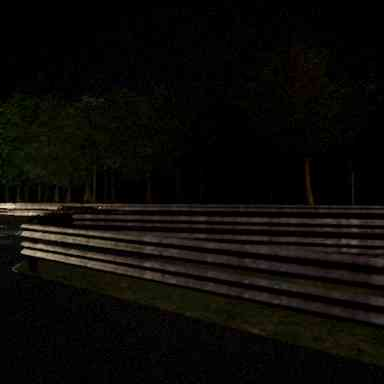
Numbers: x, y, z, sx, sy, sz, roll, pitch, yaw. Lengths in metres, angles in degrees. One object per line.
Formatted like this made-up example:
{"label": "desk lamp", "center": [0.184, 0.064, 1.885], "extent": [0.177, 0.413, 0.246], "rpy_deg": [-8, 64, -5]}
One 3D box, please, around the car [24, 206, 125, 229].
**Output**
{"label": "car", "center": [-6.049, 1.435, 16.951], "extent": [5.357, 1.411, 2.033], "rpy_deg": [-1, -1, 24]}
